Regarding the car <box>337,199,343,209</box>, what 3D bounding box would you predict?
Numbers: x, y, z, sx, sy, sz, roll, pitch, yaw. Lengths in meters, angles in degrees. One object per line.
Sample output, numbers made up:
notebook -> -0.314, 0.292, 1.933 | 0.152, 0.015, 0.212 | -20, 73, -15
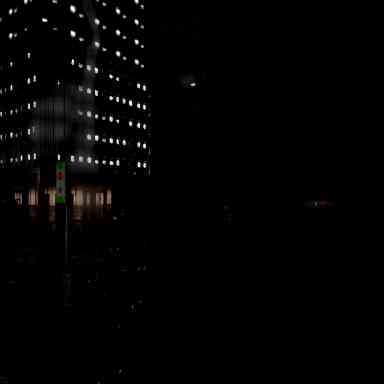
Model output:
car -> 21.921, 1.816, 51.058 | 1.882, 1.535, 5.008 | 0, 0, 31

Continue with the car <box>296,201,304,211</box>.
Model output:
car -> 14.128, 1.900, 44.679 | 1.895, 1.301, 4.718 | 0, -1, 33

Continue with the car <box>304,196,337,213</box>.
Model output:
car -> 16.412, 1.501, 42.238 | 2.150, 2.045, 5.566 | 0, -1, 34

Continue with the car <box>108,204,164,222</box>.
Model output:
car -> -4.634, 1.729, 28.707 | 2.033, 1.411, 5.357 | 0, -1, 34

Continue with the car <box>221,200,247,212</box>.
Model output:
car -> 5.570, 1.787, 43.721 | 2.128, 1.511, 4.902 | 0, 0, 34

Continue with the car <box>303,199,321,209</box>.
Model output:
car -> 19.142, 1.879, 52.744 | 1.812, 1.442, 4.674 | 0, 0, 31

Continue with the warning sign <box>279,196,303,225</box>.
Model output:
warning sign -> 6.825, 1.251, 22.955 | 1.300, 1.860, 1.060 | 0, 0, 34
